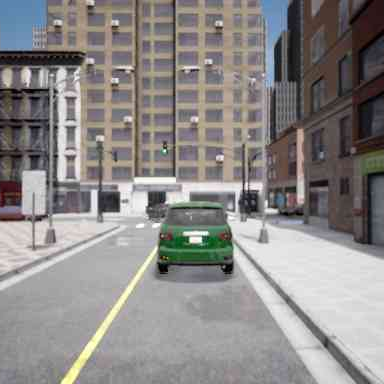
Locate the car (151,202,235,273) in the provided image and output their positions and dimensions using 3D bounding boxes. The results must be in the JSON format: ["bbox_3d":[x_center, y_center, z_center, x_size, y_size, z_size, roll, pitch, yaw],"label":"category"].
[{"bbox_3d":[0.104,1.326,11.175,2.150,2.045,5.566,0,0,0],"label":"car"}]

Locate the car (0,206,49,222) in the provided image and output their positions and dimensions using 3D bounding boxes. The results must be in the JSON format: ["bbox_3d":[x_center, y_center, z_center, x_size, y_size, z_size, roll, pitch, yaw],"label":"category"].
[{"bbox_3d":[-15.201,1.916,28.748,5.357,1.411,2.033,0,-1,3],"label":"car"}]

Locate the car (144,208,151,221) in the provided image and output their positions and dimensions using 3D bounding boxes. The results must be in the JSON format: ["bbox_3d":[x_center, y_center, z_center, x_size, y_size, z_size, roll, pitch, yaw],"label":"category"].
[{"bbox_3d":[-2.437,1.769,28.462,1.837,1.490,4.892,2,-1,-33],"label":"car"}]

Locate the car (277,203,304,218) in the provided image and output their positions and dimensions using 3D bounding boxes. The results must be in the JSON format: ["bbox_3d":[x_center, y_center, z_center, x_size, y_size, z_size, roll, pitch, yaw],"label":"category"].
[{"bbox_3d":[11.048,1.730,32.242,5.357,1.411,2.033,-1,-1,-1],"label":"car"}]
